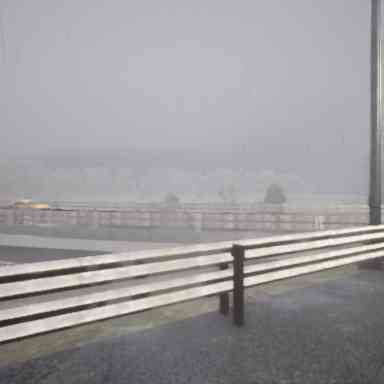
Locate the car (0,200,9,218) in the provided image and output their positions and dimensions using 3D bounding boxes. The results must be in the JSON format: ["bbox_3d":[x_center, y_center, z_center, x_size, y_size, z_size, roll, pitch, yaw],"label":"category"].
[{"bbox_3d":[-19.210,1.488,30.085,4.902,1.511,2.128,0,0,24],"label":"car"}]

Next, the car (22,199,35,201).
[{"bbox_3d":[-15.981,1.494,32.489,5.008,1.535,1.882,0,0,23],"label":"car"}]

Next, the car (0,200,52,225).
[{"bbox_3d":[-12.380,1.507,23.448,4.181,1.385,1.994,0,0,22],"label":"car"}]
